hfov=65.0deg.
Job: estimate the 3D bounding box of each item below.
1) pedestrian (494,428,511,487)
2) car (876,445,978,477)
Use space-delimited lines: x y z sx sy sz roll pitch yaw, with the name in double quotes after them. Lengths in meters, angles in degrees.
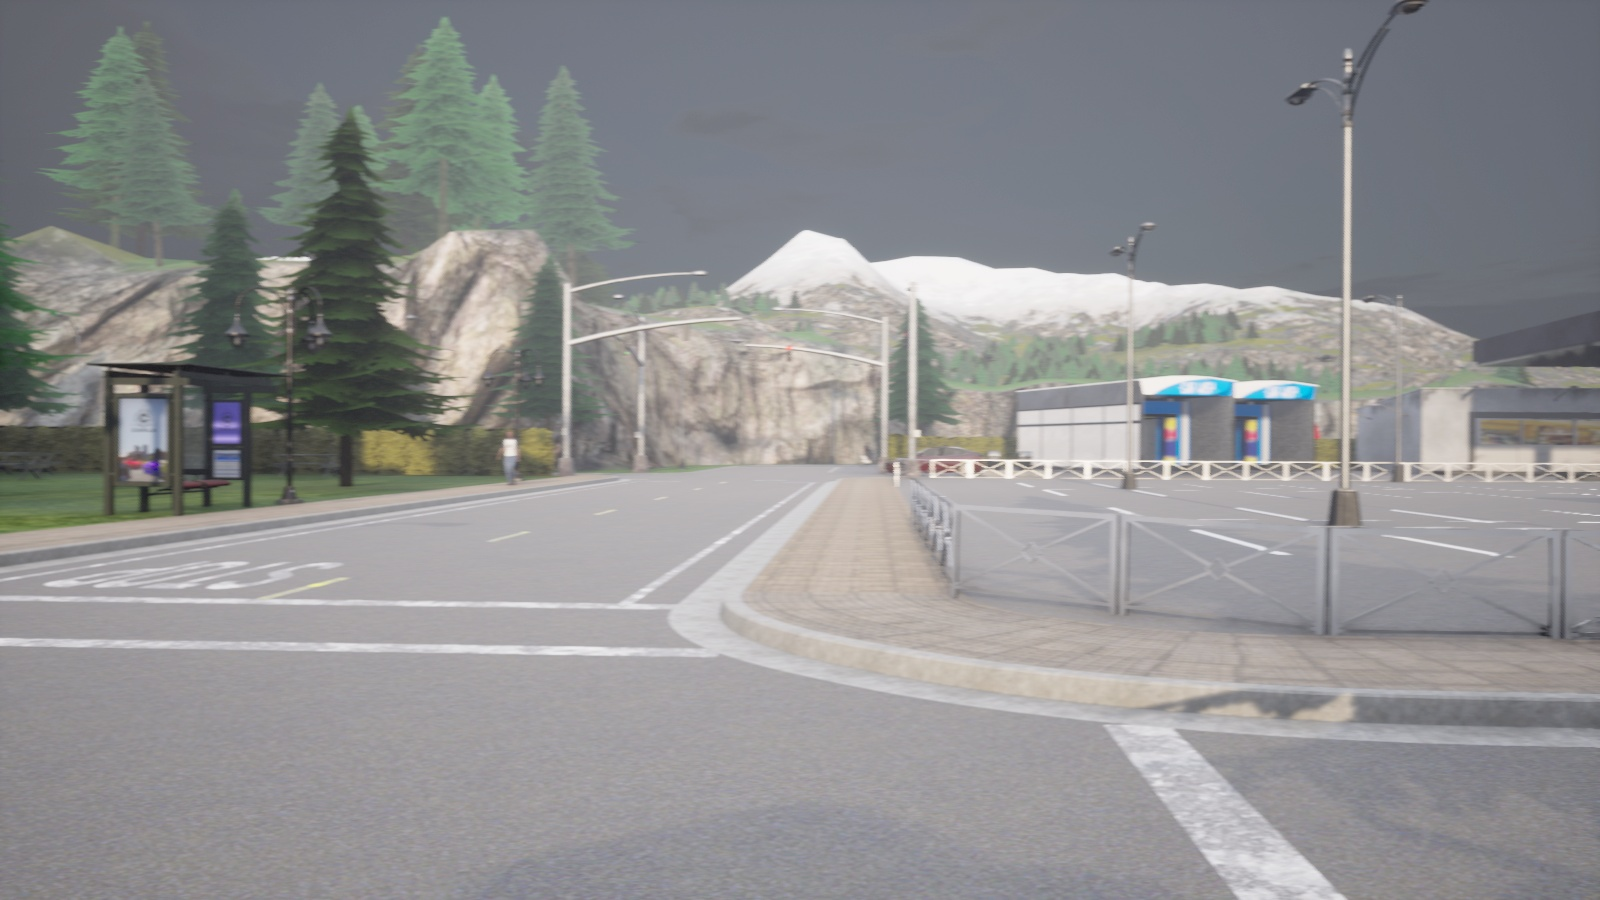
-9.425 0.232 39.775 0.354 1.836 0.706 0 0 1 "pedestrian"
6.090 0.517 60.447 4.792 1.488 2.163 0 0 4 "car"
